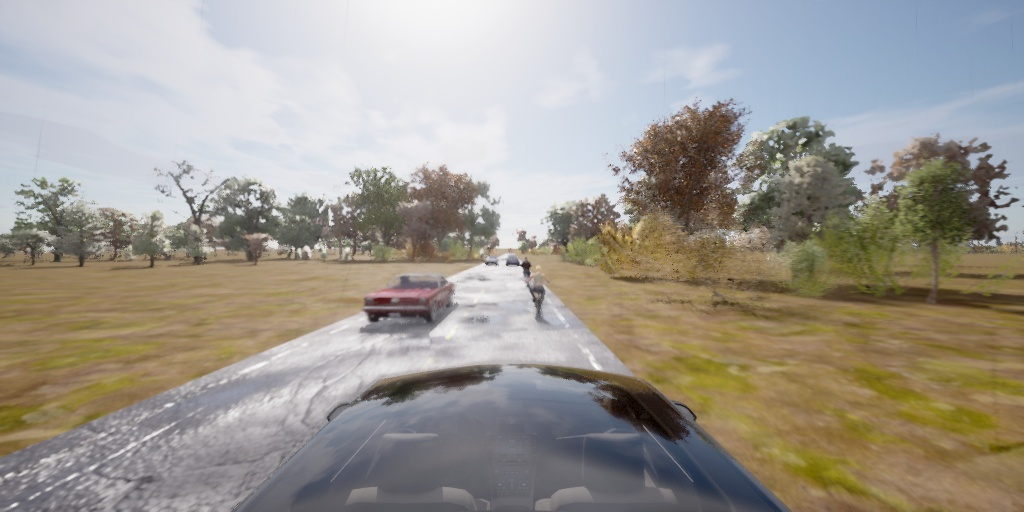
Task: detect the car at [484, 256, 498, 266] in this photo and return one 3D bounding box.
[{"bbox_3d":[-3.014,0.695,53.592,2.033,1.411,5.357,0,1,1],"label":"car"}]

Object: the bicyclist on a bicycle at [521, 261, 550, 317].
[{"bbox_3d":[0.835,1.076,11.554,0.866,1.612,1.509,0,1,0],"label":"bicyclist on a bicycle"}]

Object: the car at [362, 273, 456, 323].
[{"bbox_3d":[-3.091,1.239,11.696,1.895,1.301,4.718,0,1,0],"label":"car"}]

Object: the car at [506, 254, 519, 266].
[{"bbox_3d":[0.117,0.709,53.756,1.994,1.385,4.181,0,1,0],"label":"car"}]

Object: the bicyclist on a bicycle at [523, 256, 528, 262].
[{"bbox_3d":[0.838,0.900,21.207,0.659,1.776,1.843,0,1,0],"label":"bicyclist on a bicycle"}]
